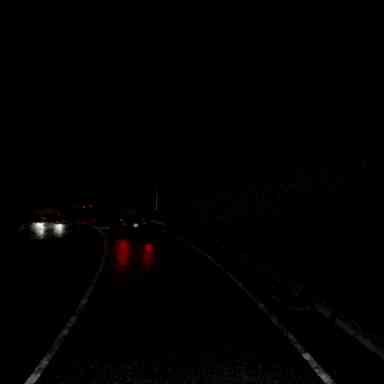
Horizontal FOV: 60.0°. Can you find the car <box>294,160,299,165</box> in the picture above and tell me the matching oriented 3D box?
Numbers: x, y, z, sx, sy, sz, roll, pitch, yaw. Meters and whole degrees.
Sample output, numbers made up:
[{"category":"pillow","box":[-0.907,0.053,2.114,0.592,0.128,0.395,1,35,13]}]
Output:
[{"category":"car","box":[24.520,-6.323,74.925,2.435,2.045,5.566,0,1,2]}]

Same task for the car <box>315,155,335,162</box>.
[{"category":"car","box":[24.041,-5.659,58.415,2.231,1.521,4.892,0,2,2]}]

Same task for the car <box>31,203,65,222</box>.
[{"category":"car","box":[-13.992,1.986,31.767,1.882,1.535,5.008,-1,-1,-35]}]

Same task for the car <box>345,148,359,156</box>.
[{"category":"car","box":[23.723,-5.487,47.403,2.185,1.767,4.553,0,2,2]}]

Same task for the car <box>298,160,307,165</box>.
[{"category":"car","box":[24.362,-5.901,69.448,2.002,1.452,4.674,0,1,2]}]

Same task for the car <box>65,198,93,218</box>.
[{"category":"car","box":[-12.704,1.734,36.347,2.150,2.045,5.566,-2,-1,-37]}]

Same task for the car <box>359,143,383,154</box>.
[{"category":"car","box":[23.563,-5.331,41.887,2.185,1.767,4.553,0,2,2]}]

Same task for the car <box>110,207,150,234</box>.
[{"category":"car","box":[-3.747,1.612,19.832,1.812,1.442,4.674,-1,-1,-19]}]

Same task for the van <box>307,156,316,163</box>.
[{"category":"van","box":[24.197,-6.026,63.803,1.878,1.987,4.442,0,1,2]}]
